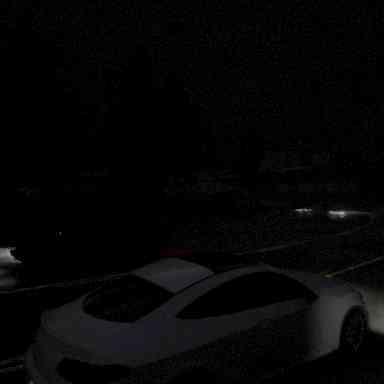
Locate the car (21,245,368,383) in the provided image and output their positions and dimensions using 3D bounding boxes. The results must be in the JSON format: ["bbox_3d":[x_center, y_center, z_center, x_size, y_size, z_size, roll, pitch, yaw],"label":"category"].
[{"bbox_3d":[0.449,1.537,4.311,4.674,1.442,1.812,0,0,-37],"label":"car"}]

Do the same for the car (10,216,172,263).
[{"bbox_3d":[-3.069,1.636,10.629,4.718,1.301,1.895,0,0,-39],"label":"car"}]

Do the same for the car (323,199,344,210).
[{"bbox_3d":[20.061,1.786,47.473,2.128,1.511,4.902,-1,-1,8],"label":"car"}]

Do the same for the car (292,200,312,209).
[{"bbox_3d":[17.089,1.949,51.951,2.033,1.411,5.357,-1,-1,4],"label":"car"}]

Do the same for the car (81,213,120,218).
[{"bbox_3d":[-4.079,1.615,14.368,4.181,1.385,1.994,0,0,-39],"label":"car"}]
